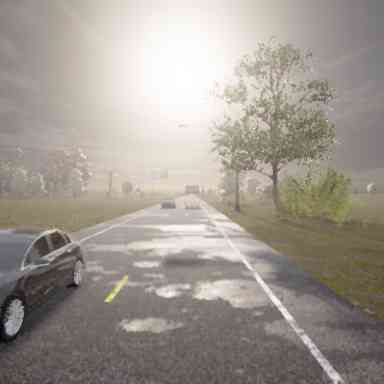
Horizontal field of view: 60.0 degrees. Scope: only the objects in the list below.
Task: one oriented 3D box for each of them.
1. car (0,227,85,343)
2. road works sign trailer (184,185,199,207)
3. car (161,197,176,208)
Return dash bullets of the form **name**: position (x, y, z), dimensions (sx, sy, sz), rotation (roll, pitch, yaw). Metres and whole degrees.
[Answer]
- **car**: position (-3.600, 1.526, 6.538), dimensions (1.837, 1.490, 4.892), rotation (0, 0, 0)
- **road works sign trailer**: position (-0.004, 0.673, 55.746), dimensions (2.380, 3.560, 2.880), rotation (0, 0, 0)
- **car**: position (-3.570, 1.540, 50.845), dimensions (2.097, 1.767, 4.553), rotation (0, 0, 0)
